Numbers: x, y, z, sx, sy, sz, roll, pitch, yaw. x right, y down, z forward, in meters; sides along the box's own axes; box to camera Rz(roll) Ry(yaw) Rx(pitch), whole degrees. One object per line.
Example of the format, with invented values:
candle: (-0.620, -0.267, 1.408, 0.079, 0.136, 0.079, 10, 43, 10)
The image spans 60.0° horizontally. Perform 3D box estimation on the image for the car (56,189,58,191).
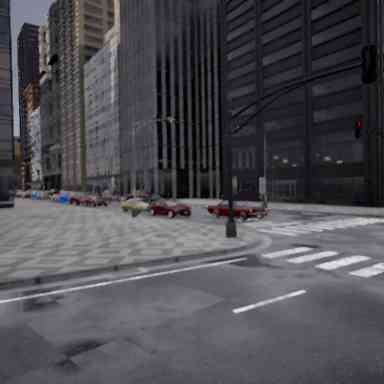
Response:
car: (-30.881, 0.258, 81.480, 2.192, 1.841, 5.009, -1, 1, -36)

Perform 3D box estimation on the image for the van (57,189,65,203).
van: (-18.149, 0.814, 49.093, 1.690, 1.788, 3.998, -1, 1, -36)

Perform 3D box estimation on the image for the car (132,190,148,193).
car: (-7.943, 0.641, 49.483, 2.192, 1.841, 5.009, -1, 1, -36)

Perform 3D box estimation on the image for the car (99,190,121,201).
car: (-14.496, 0.537, 58.626, 2.192, 1.841, 5.009, -1, 1, -36)

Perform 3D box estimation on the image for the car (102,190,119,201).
car: (-12.550, 0.840, 51.408, 2.128, 1.511, 4.902, -2, 1, -35)

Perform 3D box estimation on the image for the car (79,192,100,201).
car: (-18.512, 0.746, 59.640, 2.128, 1.511, 4.902, -2, 2, -36)

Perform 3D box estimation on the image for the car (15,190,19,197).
car: (-41.088, 0.629, 81.093, 1.887, 1.381, 4.507, -1, 1, -36)

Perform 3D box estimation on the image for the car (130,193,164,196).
car: (-5.190, 1.133, 35.747, 1.994, 1.385, 4.181, -2, 1, -36)

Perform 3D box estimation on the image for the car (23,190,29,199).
car: (-34.535, 0.513, 71.948, 2.192, 1.841, 5.009, -1, 1, -36)

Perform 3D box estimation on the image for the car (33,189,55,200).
car: (-27.980, 0.751, 62.808, 1.967, 1.590, 4.097, -1, 1, -36)

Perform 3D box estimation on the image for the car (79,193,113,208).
car: (-11.593, 1.118, 39.952, 1.887, 1.381, 4.507, -1, 1, -36)

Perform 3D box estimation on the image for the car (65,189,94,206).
car: (-14.872, 0.839, 44.521, 2.192, 1.841, 5.009, -1, 1, -36)

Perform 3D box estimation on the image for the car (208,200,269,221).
car: (3.238, 1.285, 23.947, 1.895, 1.301, 4.718, -2, 1, -34)

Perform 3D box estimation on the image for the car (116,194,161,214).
car: (-4.940, 1.193, 30.671, 1.752, 1.417, 4.829, -1, 1, -36)

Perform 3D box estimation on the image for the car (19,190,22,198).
car: (-37.811, 0.692, 76.523, 2.008, 1.369, 4.403, -1, 1, -36)

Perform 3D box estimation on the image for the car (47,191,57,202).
car: (-21.425, 0.971, 53.667, 2.008, 1.369, 4.403, -1, 1, -36)

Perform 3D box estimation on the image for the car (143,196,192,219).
car: (-1.762, 1.256, 26.238, 1.887, 1.381, 4.507, -1, 1, -36)

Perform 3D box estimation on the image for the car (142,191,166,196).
car: (-4.664, 0.941, 44.916, 1.947, 1.339, 4.313, -1, 1, -36)

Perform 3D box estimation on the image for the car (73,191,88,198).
car: (-24.326, 0.601, 72.342, 1.887, 1.381, 4.507, -1, 1, -36)

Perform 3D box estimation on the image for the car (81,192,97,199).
car: (-21.049, 0.694, 67.772, 1.802, 1.307, 4.206, -1, 1, -36)

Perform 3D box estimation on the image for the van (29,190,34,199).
van: (-31.257, 0.596, 67.377, 1.690, 1.788, 3.998, -1, 1, -36)

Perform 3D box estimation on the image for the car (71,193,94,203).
car: (-17.548, 0.928, 53.150, 2.033, 1.411, 5.357, -2, 1, -36)
